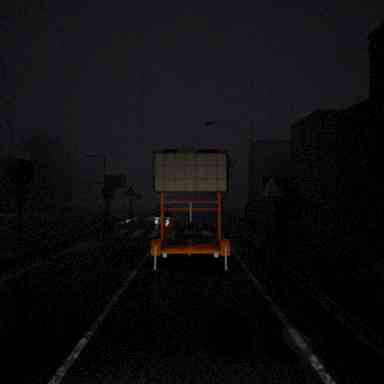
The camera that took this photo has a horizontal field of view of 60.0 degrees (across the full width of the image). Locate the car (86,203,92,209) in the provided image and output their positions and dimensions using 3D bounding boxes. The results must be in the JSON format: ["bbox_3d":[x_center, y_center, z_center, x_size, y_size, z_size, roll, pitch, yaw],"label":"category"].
[{"bbox_3d":[-21.887,2.593,61.891,5.008,1.535,2.097,0,-1,0],"label":"car"}]

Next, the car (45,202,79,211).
[{"bbox_3d":[-21.896,2.484,55.342,4.674,1.452,2.002,0,-1,0],"label":"car"}]

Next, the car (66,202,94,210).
[{"bbox_3d":[-21.871,2.704,65.038,4.674,1.452,2.002,0,-1,0],"label":"car"}]

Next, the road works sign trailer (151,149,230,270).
[{"bbox_3d":[-0.038,0.431,10.770,2.380,3.560,2.880,0,-1,0],"label":"road works sign trailer"}]

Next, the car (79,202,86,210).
[{"bbox_3d":[-21.885,2.520,58.618,4.892,1.521,2.231,0,-1,0],"label":"car"}]

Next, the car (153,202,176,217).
[{"bbox_3d":[-3.323,2.172,38.744,2.033,1.411,5.357,0,-1,0],"label":"car"}]
